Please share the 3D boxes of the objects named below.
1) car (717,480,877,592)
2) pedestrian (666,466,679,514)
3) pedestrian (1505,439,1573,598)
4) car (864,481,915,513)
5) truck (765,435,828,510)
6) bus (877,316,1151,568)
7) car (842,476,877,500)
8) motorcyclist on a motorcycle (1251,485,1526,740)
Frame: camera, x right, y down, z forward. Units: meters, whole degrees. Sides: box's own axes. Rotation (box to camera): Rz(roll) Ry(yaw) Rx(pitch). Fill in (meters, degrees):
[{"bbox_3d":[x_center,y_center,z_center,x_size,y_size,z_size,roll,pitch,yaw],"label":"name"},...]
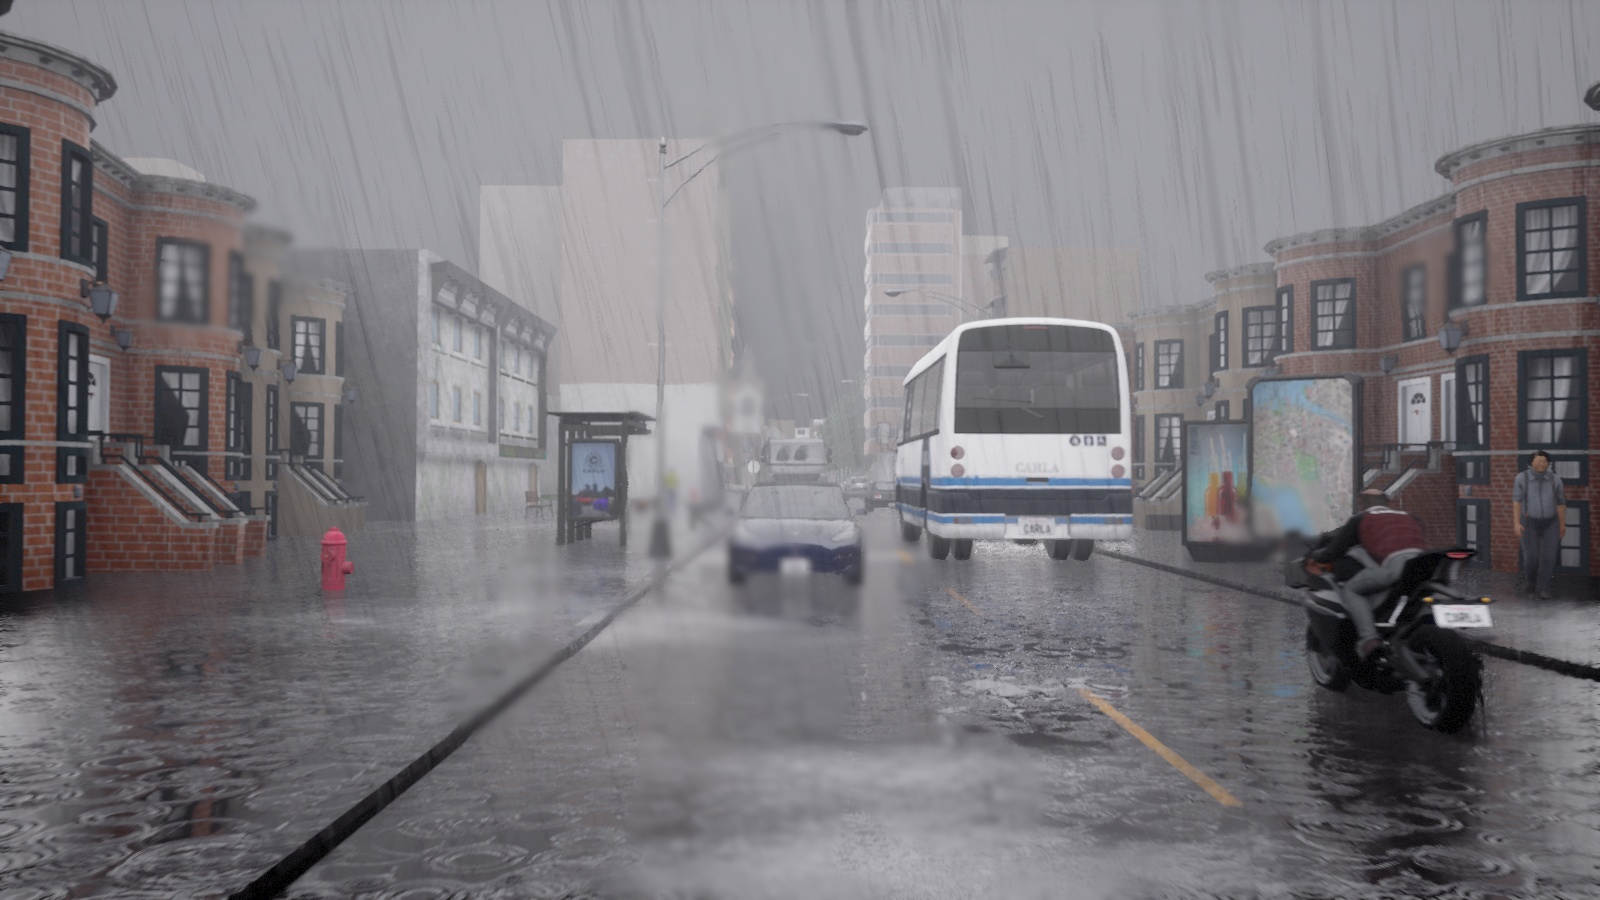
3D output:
[{"bbox_3d":[-0.047,1.220,19.343,2.163,1.488,4.792,0,-1,0],"label":"car"},{"bbox_3d":[-4.950,1.557,48.800,0.354,1.836,0.706,0,-1,5],"label":"pedestrian"},{"bbox_3d":[8.867,0.806,15.081,0.540,1.848,0.694,-1,-1,18],"label":"pedestrian"},{"bbox_3d":[3.863,2.038,54.890,1.895,1.301,4.718,0,-1,0],"label":"car"},{"bbox_3d":[-0.172,1.127,62.414,2.891,3.462,7.936,0,-1,0],"label":"truck"},{"bbox_3d":[3.932,-0.027,26.396,3.944,4.253,10.273,0,-1,0],"label":"bus"},{"bbox_3d":[3.760,2.419,79.859,1.970,1.475,3.806,0,-1,0],"label":"car"},{"bbox_3d":[3.979,1.021,8.750,0.866,1.530,2.191,0,-1,0],"label":"motorcyclist on a motorcycle"}]
